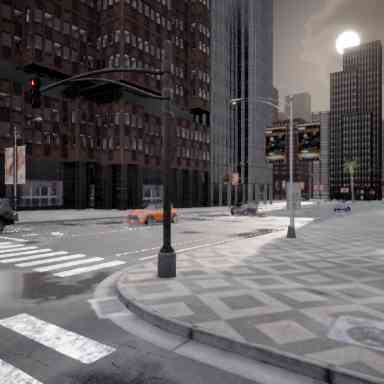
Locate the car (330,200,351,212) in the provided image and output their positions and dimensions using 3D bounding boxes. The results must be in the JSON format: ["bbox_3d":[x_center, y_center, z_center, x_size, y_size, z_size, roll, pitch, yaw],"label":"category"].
[{"bbox_3d":[24.268,2.430,53.660,2.033,1.411,5.357,0,-1,34],"label":"car"}]

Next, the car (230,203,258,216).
[{"bbox_3d":[6.353,2.056,39.921,1.837,1.490,4.892,0,-1,35],"label":"car"}]

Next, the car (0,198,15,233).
[{"bbox_3d":[-12.996,1.355,18.645,2.150,2.045,5.566,0,-1,39],"label":"car"}]

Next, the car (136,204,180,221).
[{"bbox_3d":[-3.209,1.938,32.050,1.994,1.385,4.181,0,-1,35],"label":"car"}]

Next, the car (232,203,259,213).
[{"bbox_3d":[7.639,2.249,47.315,1.895,1.301,4.718,0,-1,36],"label":"car"}]

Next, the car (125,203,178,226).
[{"bbox_3d":[-3.142,1.666,26.518,2.097,1.767,4.553,0,-1,35],"label":"car"}]
